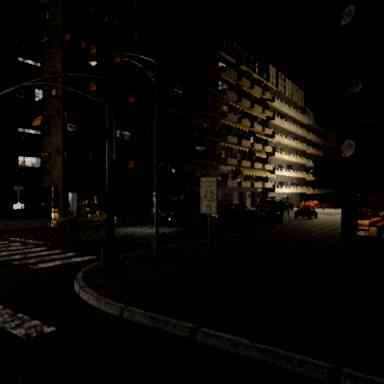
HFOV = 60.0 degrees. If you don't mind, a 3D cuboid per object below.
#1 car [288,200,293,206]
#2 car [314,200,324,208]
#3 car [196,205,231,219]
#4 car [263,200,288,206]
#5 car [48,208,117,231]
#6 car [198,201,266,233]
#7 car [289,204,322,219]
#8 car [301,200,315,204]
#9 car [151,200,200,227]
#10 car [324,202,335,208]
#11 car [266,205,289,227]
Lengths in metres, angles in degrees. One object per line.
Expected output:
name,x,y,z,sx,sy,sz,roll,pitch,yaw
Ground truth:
car,15.419,2.329,55.423,2.192,1.841,5.009,-1,-2,35
car,25.138,2.629,69.359,2.192,1.841,5.009,-1,-2,35
car,2.461,2.153,36.836,1.887,1.381,4.507,-1,-2,35
car,10.121,1.999,43.217,2.150,2.045,5.566,0,-1,35
car,-7.356,1.823,22.760,1.752,1.417,4.829,-1,-2,35
car,2.862,1.705,22.827,2.192,1.841,5.009,-1,-2,35
car,12.582,2.278,36.755,1.802,1.307,4.206,-1,-2,35
car,21.900,2.759,64.709,1.887,1.381,4.507,-1,-2,35
car,-0.971,1.651,27.363,2.150,2.045,5.566,0,-1,35
car,31.619,3.055,78.645,1.887,1.381,4.507,-1,-2,35
car,6.103,2.037,27.466,1.887,1.381,4.507,-1,-2,35
